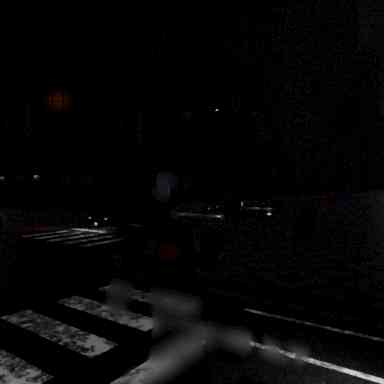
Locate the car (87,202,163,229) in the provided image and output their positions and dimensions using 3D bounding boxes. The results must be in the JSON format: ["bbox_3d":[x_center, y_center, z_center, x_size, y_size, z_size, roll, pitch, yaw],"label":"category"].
[{"bbox_3d":[-3.750,1.318,20.362,2.033,1.411,5.357,0,1,35],"label":"car"}]

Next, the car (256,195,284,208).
[{"bbox_3d":[9.044,1.039,38.363,1.994,1.385,4.181,0,1,36],"label":"car"}]

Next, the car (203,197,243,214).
[{"bbox_3d":[2.820,1.124,29.670,1.837,1.490,4.892,0,1,36],"label":"car"}]

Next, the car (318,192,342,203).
[{"bbox_3d":[19.481,0.814,47.491,1.837,1.490,4.892,0,1,36],"label":"car"}]

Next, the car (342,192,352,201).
[{"bbox_3d":[25.362,0.652,55.720,1.882,1.535,5.008,0,1,36],"label":"car"}]
